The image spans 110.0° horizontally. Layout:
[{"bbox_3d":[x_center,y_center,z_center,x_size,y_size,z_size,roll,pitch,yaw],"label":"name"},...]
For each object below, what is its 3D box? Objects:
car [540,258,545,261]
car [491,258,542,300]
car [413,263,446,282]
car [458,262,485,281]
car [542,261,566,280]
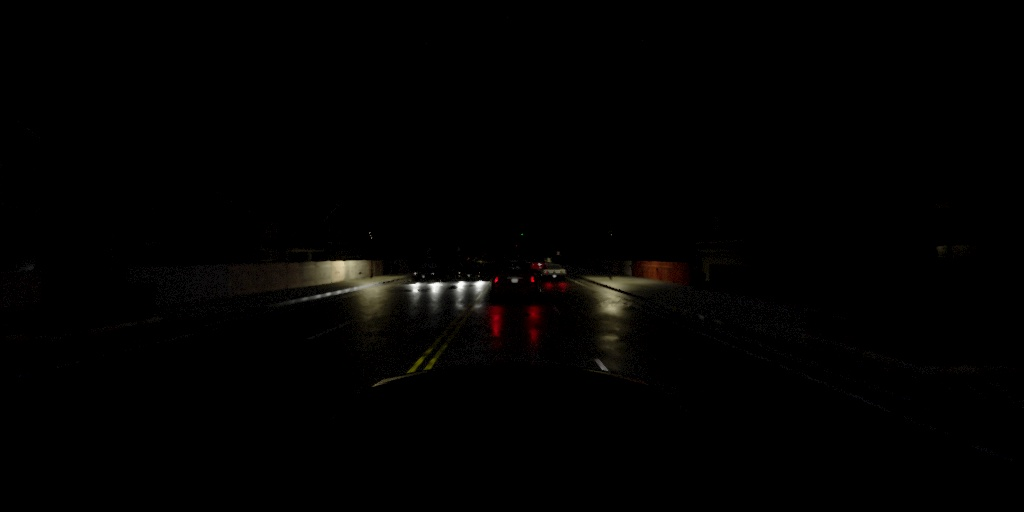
[{"bbox_3d":[3.368,1.083,45.661,2.097,1.767,4.553,0,0,0],"label":"car"},{"bbox_3d":[0.122,1.094,17.741,2.097,1.767,4.553,0,0,0],"label":"car"},{"bbox_3d":[-6.547,1.258,28.892,1.812,1.442,4.674,0,0,0],"label":"car"},{"bbox_3d":[-3.295,1.240,29.830,1.837,1.490,4.892,0,0,0],"label":"car"},{"bbox_3d":[3.390,1.341,30.798,1.895,1.301,4.718,0,0,0],"label":"car"}]
